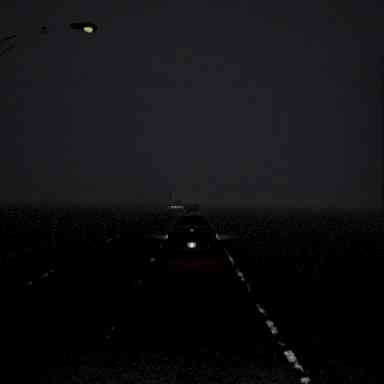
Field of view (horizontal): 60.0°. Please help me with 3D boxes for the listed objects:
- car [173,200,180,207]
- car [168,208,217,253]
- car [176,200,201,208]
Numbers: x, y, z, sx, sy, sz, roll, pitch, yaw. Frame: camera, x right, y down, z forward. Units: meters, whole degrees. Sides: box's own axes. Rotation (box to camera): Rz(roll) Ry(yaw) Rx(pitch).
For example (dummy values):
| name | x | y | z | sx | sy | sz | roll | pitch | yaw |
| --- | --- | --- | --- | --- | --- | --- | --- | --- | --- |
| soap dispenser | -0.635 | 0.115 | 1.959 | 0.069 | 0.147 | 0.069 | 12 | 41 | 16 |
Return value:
| name | x | y | z | sx | sy | sz | roll | pitch | yaw |
| --- | --- | --- | --- | --- | --- | --- | --- | --- | --- |
| car | -2.766 | 2.238 | 66.859 | 1.994 | 1.385 | 4.181 | 0 | -1 | 0 |
| car | 0.005 | 1.646 | 14.297 | 1.837 | 1.490 | 4.892 | 0 | 0 | 0 |
| car | 0.005 | 1.778 | 29.296 | 2.128 | 1.511 | 4.902 | 0 | 0 | 0 |
